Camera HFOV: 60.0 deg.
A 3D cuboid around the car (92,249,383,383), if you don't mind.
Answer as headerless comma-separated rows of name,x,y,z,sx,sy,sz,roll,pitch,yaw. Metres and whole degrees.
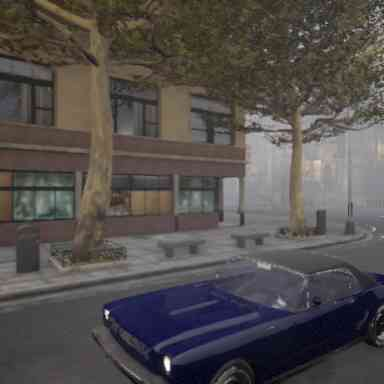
car,1.122,1.595,4.741,4.718,1.301,1.895,0,0,-35
